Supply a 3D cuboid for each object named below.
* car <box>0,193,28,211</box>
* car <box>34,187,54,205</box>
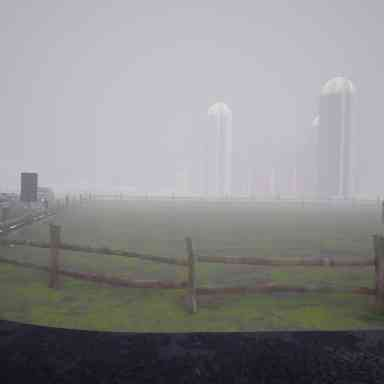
[{"bbox_3d":[-16.195,0.826,29.146,2.128,1.511,4.902,2,1,-10],"label":"car"},{"bbox_3d":[-18.030,0.395,39.599,2.150,2.045,5.566,2,1,-9],"label":"car"}]
